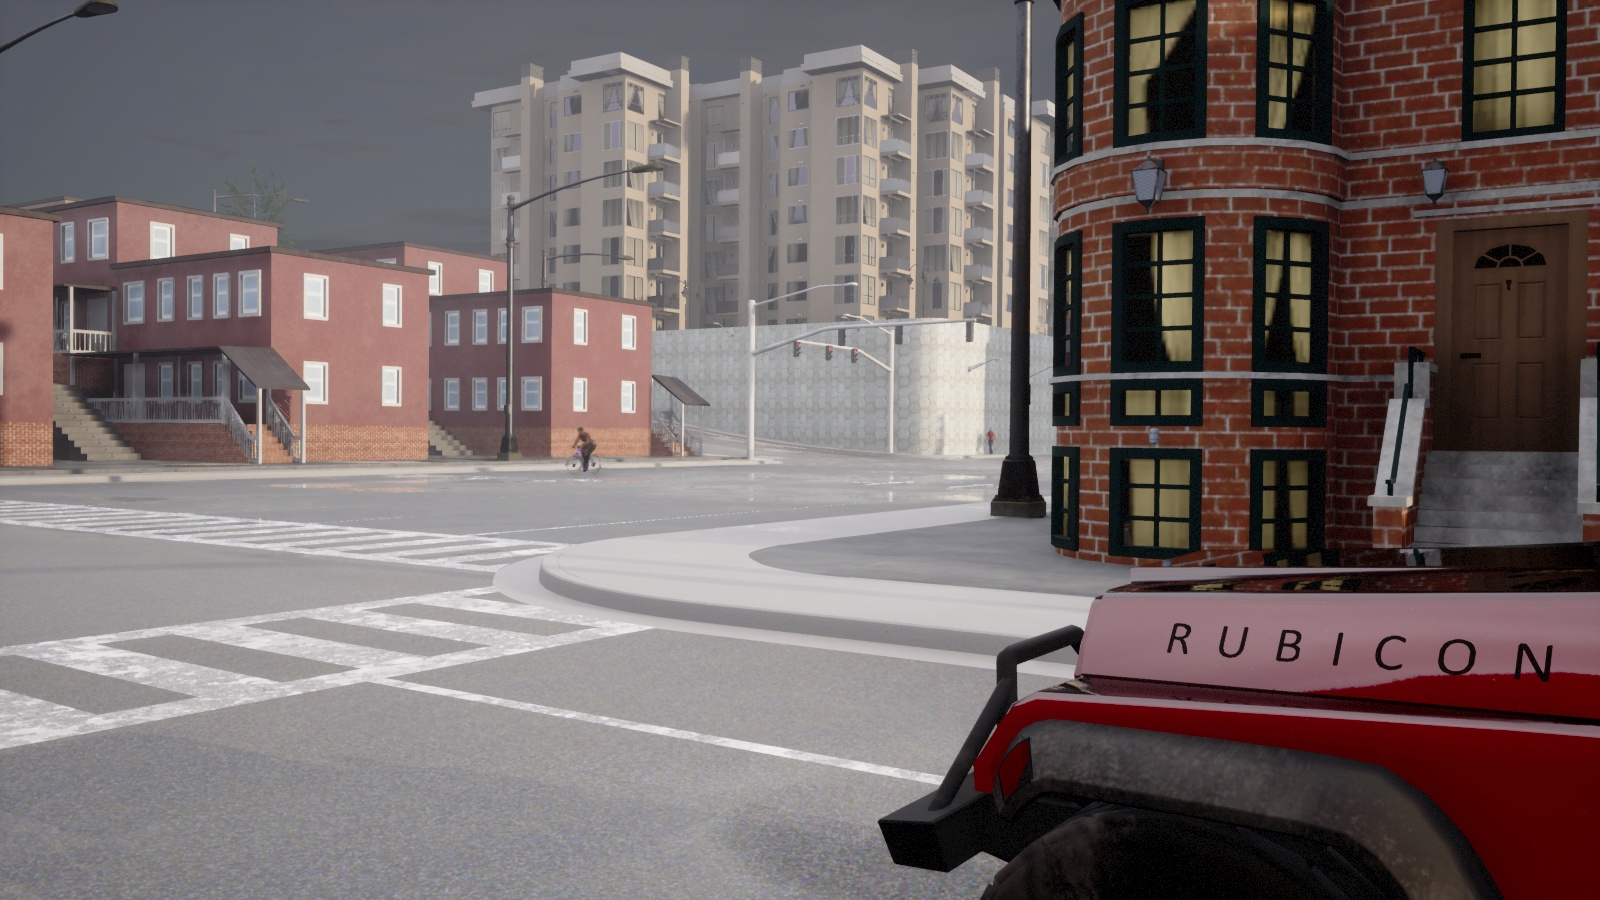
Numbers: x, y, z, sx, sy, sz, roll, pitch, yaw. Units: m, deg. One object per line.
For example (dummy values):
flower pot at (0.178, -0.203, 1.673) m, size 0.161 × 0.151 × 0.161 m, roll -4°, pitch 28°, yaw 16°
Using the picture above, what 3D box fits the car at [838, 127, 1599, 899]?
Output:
car at (2.219, 0.478, 2.153) m, size 3.866 × 1.878 × 1.905 m, roll 0°, pitch 1°, yaw 33°

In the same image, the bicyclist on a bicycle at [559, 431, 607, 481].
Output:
bicyclist on a bicycle at (-7.261, 0.176, 42.074) m, size 0.582 × 1.620 × 1.656 m, roll 0°, pitch 1°, yaw 33°
